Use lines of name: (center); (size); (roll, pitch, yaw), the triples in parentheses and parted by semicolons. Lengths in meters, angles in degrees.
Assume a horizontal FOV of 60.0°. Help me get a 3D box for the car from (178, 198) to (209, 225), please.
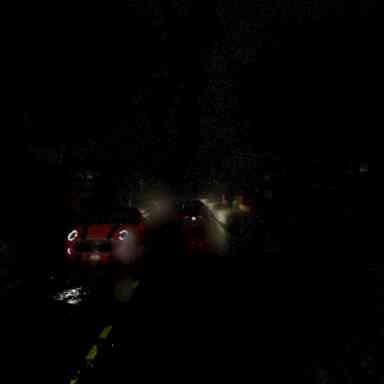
car: (0.111, 1.424, 23.499); (1.837, 1.490, 4.892); (0, 0, 0)

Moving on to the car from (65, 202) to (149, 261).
car: (-2.844, 1.313, 11.993); (2.097, 1.767, 4.553); (0, 0, 0)

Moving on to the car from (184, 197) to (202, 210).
car: (0.118, 1.393, 41.375); (2.033, 1.411, 5.357); (0, 0, 0)
